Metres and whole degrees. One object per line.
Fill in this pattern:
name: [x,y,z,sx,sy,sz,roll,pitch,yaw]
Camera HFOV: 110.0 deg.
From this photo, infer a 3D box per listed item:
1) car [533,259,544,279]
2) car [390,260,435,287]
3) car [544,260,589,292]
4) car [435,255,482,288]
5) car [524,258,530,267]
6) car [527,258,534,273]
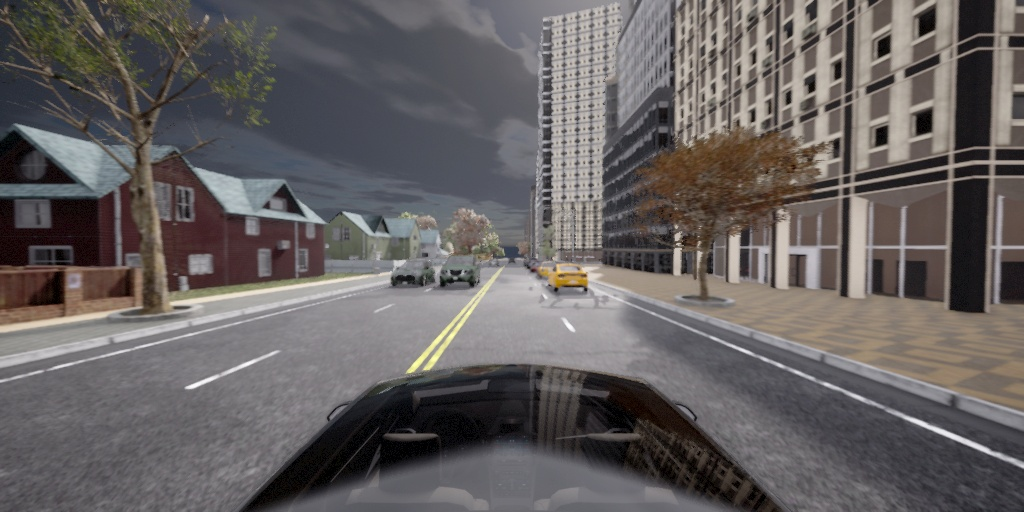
car: [3.244,1.184,32.655,1.801,1.575,5.366,0,0,0]
car: [-6.589,1.083,24.296,2.097,1.767,4.553,0,0,0]
car: [3.246,1.212,21.461,1.882,1.535,5.008,0,0,0]
car: [-3.343,0.953,24.000,2.150,2.045,5.566,0,0,0]
car: [3.240,1.162,54.473,2.033,1.649,4.856,0,0,0]
car: [3.242,1.291,43.469,1.994,1.385,4.181,0,0,0]
